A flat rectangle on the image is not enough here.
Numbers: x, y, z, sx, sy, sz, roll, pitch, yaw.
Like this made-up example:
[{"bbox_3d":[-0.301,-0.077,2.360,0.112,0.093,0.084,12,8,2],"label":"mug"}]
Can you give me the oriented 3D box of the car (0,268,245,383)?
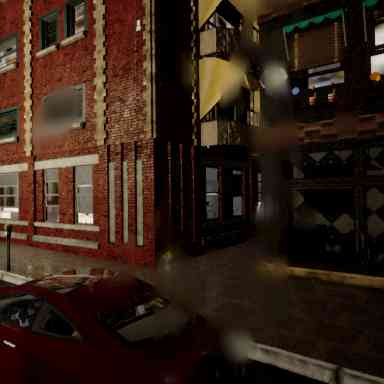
[{"bbox_3d":[-1.444,1.583,3.879,4.206,1.307,1.802,0,-1,36],"label":"car"}]
